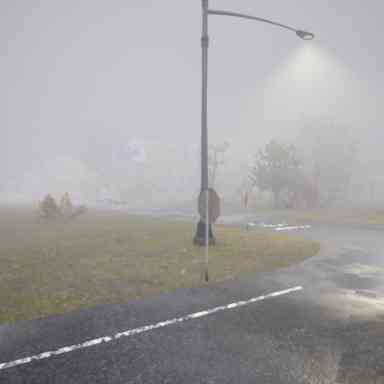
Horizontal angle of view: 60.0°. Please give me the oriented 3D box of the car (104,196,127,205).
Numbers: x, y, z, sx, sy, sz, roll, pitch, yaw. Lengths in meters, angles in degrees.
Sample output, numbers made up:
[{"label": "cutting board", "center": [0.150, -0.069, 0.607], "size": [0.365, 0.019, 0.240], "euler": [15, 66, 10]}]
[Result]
[{"label": "car", "center": [-12.481, 1.491, 55.129], "size": [1.895, 1.301, 4.718], "euler": [0, 0, -33]}]

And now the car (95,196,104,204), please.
[{"label": "car", "center": [-16.297, 1.404, 60.820], "size": [1.812, 1.442, 4.674], "euler": [0, 0, -34]}]
